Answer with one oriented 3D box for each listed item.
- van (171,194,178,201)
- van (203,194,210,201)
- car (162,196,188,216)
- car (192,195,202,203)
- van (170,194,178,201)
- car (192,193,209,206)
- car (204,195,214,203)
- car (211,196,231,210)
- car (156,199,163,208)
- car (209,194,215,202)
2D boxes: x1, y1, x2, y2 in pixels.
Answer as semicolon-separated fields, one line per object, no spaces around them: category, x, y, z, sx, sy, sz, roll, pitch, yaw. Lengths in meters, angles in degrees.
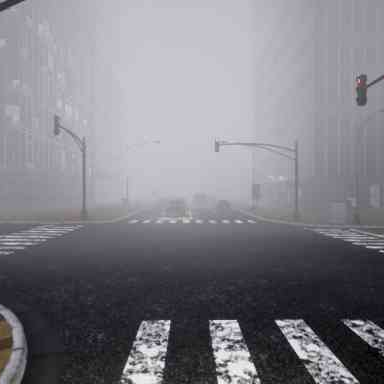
van;-4.434;1.315;86.003;1.690;1.788;3.998;0;0;0
van;3.485;1.321;80.532;1.690;1.788;3.998;0;0;0
car;-1.593;1.494;33.326;1.882;1.535;5.008;0;0;0
car;0.974;1.512;73.183;2.128;1.511;4.902;0;0;0
van;-4.395;1.321;80.476;1.690;1.788;3.998;0;0;0
car;1.200;1.227;54.974;2.150;2.045;5.566;0;0;0
car;3.564;1.432;69.477;1.967;1.590;4.097;0;0;0
car;3.809;1.579;41.841;1.947;1.339;4.313;0;0;0
car;-4.160;1.592;47.311;1.802;1.307;4.206;0;0;0
car;3.603;1.313;63.949;2.192;1.841;5.009;0;0;0
